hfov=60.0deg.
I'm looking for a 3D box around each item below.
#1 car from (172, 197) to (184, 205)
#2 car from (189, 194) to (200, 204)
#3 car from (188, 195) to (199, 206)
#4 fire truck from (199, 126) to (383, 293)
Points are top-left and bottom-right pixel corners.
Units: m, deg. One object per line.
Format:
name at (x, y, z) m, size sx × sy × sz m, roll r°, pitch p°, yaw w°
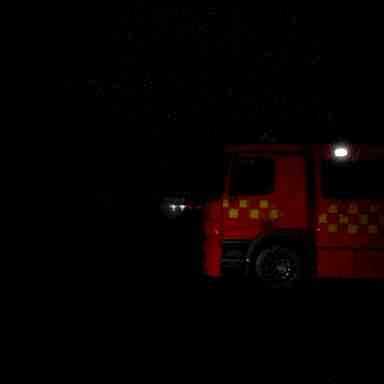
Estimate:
car at (-2.283, 1.542, 57.793) m, size 1.812 × 1.442 × 4.674 m, roll 0°, pitch 0°, yaw 0°
car at (0.511, 1.375, 63.562) m, size 2.097 × 1.767 × 4.553 m, roll 0°, pitch 0°, yaw 0°
car at (0.433, 1.537, 53.573) m, size 1.812 × 1.442 × 4.674 m, roll 0°, pitch 0°, yaw 0°
fire truck at (4.525, 0.397, 8.639) m, size 8.468 × 3.827 × 2.891 m, roll 1°, pitch 0°, yaw 0°
